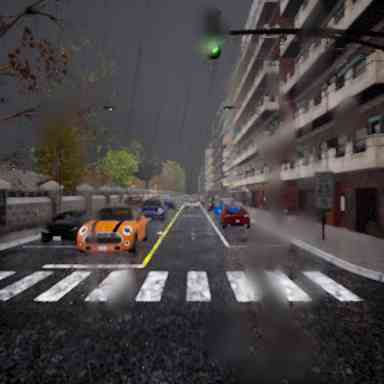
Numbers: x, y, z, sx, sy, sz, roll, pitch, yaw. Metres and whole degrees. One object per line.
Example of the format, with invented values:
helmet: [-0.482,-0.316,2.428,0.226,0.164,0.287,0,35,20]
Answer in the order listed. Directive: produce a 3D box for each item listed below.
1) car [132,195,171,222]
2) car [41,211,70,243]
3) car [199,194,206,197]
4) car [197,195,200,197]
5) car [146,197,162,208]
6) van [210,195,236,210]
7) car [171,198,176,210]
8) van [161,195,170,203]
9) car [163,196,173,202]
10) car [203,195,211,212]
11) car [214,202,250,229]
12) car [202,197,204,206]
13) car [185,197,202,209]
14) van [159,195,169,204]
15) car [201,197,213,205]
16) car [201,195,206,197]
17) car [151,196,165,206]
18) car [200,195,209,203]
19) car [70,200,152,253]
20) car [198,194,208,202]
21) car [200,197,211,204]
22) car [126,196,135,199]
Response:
car: [-3.092,1.383,26.448,2.097,1.767,4.553,0,0,0]
car: [-5.685,1.582,16.196,1.947,1.339,4.313,0,0,0]
car: [2.701,1.401,55.606,2.192,1.841,5.009,0,0,0]
car: [0.009,1.686,55.359,1.895,1.301,4.718,0,0,0]
car: [-5.681,1.514,49.978,1.967,1.590,4.097,0,0,0]
van: [2.697,1.373,27.456,1.690,1.788,3.998,0,0,0]
car: [-3.061,1.624,42.926,1.994,1.385,4.181,0,0,0]
van: [-5.678,1.470,72.497,1.690,1.788,3.998,0,0,0]
car: [-5.678,1.696,78.127,2.008,1.369,4.403,0,0,0]
car: [2.698,1.491,38.716,1.967,1.590,4.097,0,0,0]
car: [2.696,1.568,21.825,1.887,1.381,4.507,0,0,0]
car: [2.698,1.613,44.346,2.008,1.369,4.403,0,0,0]
car: [0.007,1.665,45.323,1.895,1.301,4.718,0,0,0]
van: [-5.679,1.455,66.868,1.690,1.788,3.998,0,0,0]
car: [2.700,1.650,61.237,2.008,1.369,4.403,0,0,0]
car: [2.699,1.618,49.976,1.887,1.381,4.507,0,0,0]
car: [-5.680,1.526,55.607,1.967,1.590,4.097,0,0,0]
car: [2.702,1.569,72.496,1.967,1.590,4.097,0,0,0]
car: [-3.098,1.366,13.781,2.097,1.767,4.553,0,0,0]
car: [2.704,1.479,83.757,2.192,1.841,5.009,0,0,0]
car: [2.701,1.658,66.866,1.887,1.381,4.507,0,0,0]
car: [-5.683,1.356,33.087,2.192,1.841,5.009,0,0,0]
